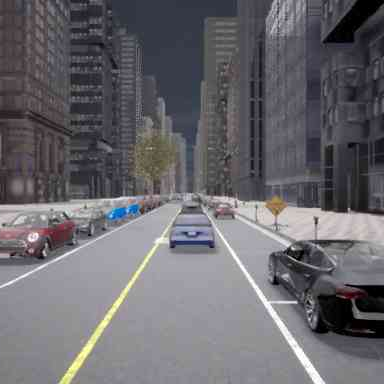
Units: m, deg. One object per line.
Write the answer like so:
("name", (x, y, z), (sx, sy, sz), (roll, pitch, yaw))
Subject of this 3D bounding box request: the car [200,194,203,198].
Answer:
("car", (2.762, 1.531, 57.836), (1.752, 1.417, 4.829), (0, 0, 0))

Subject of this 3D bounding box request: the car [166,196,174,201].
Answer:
("car", (-5.764, 1.603, 86.046), (1.802, 1.307, 4.206), (0, 0, 0))

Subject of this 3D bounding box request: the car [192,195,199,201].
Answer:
("car", (0.851, 1.568, 86.077), (1.837, 1.490, 4.892), (1, 0, 0))

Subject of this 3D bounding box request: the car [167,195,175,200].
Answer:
("car", (-5.764, 1.607, 91.723), (1.802, 1.307, 4.206), (0, 0, 0))

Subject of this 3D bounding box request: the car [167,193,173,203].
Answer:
("car", (-5.764, 1.325, 69.013), (2.192, 1.841, 5.009), (0, 0, 0))

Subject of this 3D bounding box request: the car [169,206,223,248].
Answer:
("car", (0.000, 1.563, 14.651), (2.033, 1.411, 5.357), (0, 0, 0))

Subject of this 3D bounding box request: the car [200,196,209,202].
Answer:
("car", (2.762, 1.580, 74.699), (1.947, 1.339, 4.313), (0, 0, 0))

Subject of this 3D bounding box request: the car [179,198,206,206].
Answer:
("car", (0.000, 1.518, 29.651), (1.837, 1.490, 4.892), (0, 0, 0))

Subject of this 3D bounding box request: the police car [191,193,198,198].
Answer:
("police car", (0.900, 1.437, 70.186), (1.930, 1.638, 5.238), (0, 0, 0))

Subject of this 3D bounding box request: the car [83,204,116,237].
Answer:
("car", (-5.763, 1.550, 17.916), (2.008, 1.369, 4.403), (0, 0, 0))

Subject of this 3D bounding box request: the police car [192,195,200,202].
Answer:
("police car", (0.900, 1.444, 80.187), (1.930, 1.638, 5.238), (0, 0, 0))

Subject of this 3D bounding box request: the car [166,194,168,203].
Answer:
("car", (-5.763, 1.556, 57.658), (2.008, 1.369, 4.403), (0, 0, 0))

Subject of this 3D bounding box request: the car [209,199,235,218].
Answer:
("car", (2.762, 1.582, 29.278), (1.802, 1.307, 4.206), (0, 0, 0))

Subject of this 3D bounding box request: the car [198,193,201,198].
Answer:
("car", (2.761, 1.451, 69.021), (1.967, 1.590, 4.097), (0, 0, 0))

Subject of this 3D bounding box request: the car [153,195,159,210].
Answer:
("car", (-5.763, 1.317, 40.627), (2.192, 1.841, 5.009), (0, 0, 0))

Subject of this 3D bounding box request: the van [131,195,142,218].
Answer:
("van", (-5.763, 1.341, 29.271), (1.690, 1.788, 3.998), (0, 0, 0))

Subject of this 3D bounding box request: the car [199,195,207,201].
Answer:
("car", (2.761, 1.572, 86.054), (2.008, 1.369, 4.403), (0, 0, 0))

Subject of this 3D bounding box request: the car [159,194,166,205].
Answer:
("car", (-5.764, 1.319, 51.981), (2.192, 1.841, 5.009), (0, 0, 0))

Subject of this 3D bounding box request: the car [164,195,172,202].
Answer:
("car", (-5.764, 1.543, 80.198), (1.752, 1.417, 4.829), (0, 0, 0))

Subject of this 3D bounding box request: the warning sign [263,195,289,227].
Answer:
("warning sign", (5.068, 1.115, 20.075), (1.300, 1.860, 1.060), (0, 0, 0))

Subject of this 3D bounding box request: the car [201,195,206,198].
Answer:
("car", (2.762, 1.586, 51.988), (1.802, 1.307, 4.206), (0, 0, 0))

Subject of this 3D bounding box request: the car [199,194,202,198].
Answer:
("car", (2.761, 1.590, 63.343), (1.802, 1.307, 4.206), (0, 0, 0))

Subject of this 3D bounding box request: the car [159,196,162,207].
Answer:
("car", (-5.763, 1.568, 46.304), (1.947, 1.339, 4.313), (0, 0, 0))

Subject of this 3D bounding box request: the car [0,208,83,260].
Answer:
("car", (-5.763, 1.439, 12.239), (1.967, 1.590, 4.097), (0, 0, 0))

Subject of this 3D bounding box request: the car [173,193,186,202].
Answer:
("car", (-3.000, 1.514, 75.956), (2.033, 1.411, 5.357), (0, 0, 0))

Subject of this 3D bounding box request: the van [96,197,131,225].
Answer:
("van", (-5.763, 1.341, 23.594), (1.690, 1.788, 3.998), (0, 0, 0))

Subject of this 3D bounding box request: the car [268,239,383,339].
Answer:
("car", (2.762, 1.565, 6.567), (1.947, 1.339, 4.313), (0, 0, 0))

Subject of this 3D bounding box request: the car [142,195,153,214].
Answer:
("car", (-5.763, 1.316, 34.949), (2.192, 1.841, 5.009), (0, 0, 0))

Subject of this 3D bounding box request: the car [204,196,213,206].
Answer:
("car", (2.762, 1.553, 40.633), (2.008, 1.369, 4.403), (0, 0, 0))
